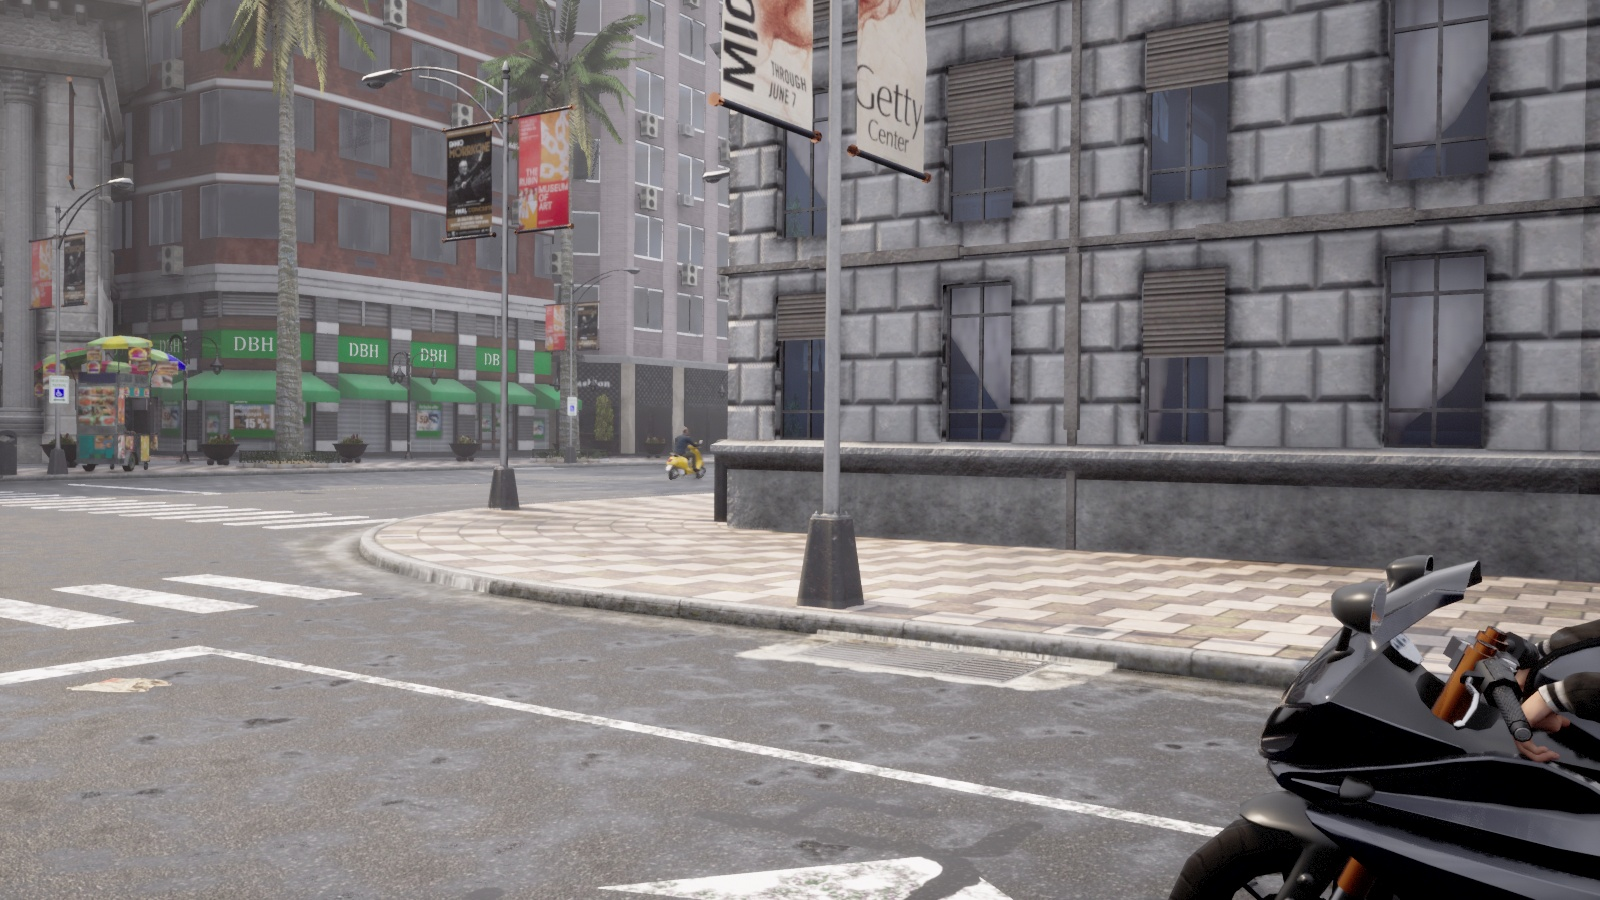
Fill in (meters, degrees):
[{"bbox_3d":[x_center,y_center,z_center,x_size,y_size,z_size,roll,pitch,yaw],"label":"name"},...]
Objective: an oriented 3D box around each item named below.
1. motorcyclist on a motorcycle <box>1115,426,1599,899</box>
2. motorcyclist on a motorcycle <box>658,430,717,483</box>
[{"bbox_3d":[1.824,0.717,2.412,2.191,1.530,0.866,0,1,34],"label":"motorcyclist on a motorcycle"},{"bbox_3d":[-3.456,0.187,38.721,0.866,1.590,1.817,0,1,34],"label":"motorcyclist on a motorcycle"}]
